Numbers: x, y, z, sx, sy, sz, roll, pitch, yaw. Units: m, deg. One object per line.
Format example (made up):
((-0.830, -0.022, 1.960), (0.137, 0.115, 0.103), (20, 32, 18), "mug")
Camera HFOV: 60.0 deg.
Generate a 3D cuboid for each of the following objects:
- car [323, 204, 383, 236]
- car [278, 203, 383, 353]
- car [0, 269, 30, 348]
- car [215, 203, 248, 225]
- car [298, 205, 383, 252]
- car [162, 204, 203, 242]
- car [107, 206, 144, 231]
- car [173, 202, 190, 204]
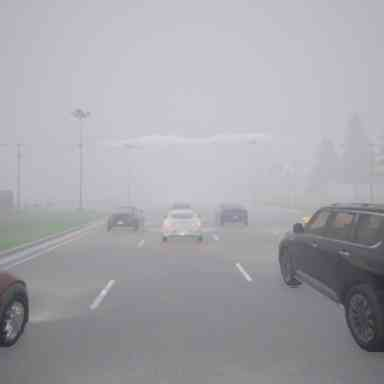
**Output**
((9.925, 1.533, 19.768), (2.033, 1.411, 5.357), (0, 0, -2), "car")
((3.377, 1.211, 6.285), (2.150, 2.045, 5.566), (0, -1, -2), "car")
((-3.604, 1.376, 3.461), (2.097, 1.767, 4.553), (0, 0, -1), "car")
((2.758, 1.504, 24.130), (1.882, 1.535, 5.008), (0, 0, -2), "car")
((6.596, 1.471, 15.050), (1.882, 1.535, 5.008), (0, 0, -2), "car")
((-0.474, 1.555, 16.520), (1.812, 1.442, 4.674), (0, 0, -2), "car")
((-4.137, 1.580, 21.104), (1.812, 1.442, 4.674), (0, 0, -2), "car")
((-0.798, 1.551, 25.594), (1.837, 1.490, 4.892), (0, 0, -2), "car")
